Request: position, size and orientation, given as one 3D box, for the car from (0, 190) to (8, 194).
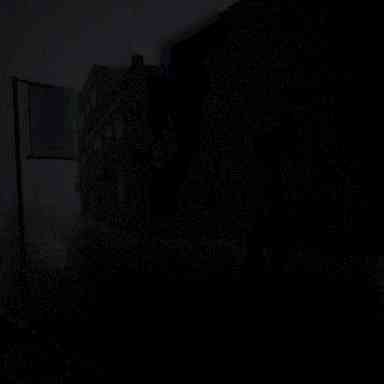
[{"bbox_3d":[-47.243,0.209,79.308,2.231,1.521,4.892,-4,-3,5],"label":"car"}]
